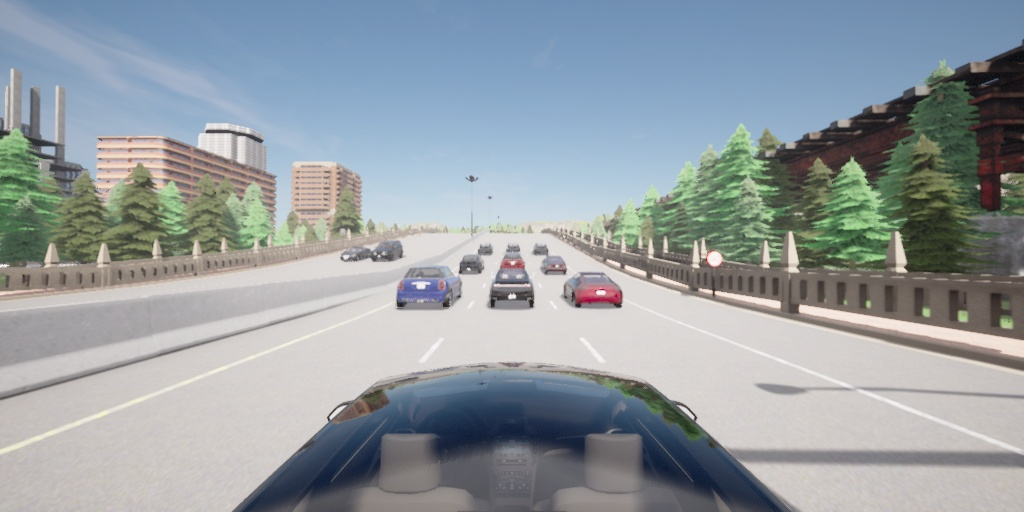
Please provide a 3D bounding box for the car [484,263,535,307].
[{"bbox_3d":[0.010,1.302,16.103,2.128,1.511,4.902,0,1,0],"label":"car"}]

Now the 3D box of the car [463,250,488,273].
[{"bbox_3d":[-3.428,0.597,31.031,1.837,1.490,4.892,0,5,0],"label":"car"}]

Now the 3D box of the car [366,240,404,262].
[{"bbox_3d":[-13.883,-0.607,40.236,2.150,2.045,5.566,0,6,1],"label":"car"}]

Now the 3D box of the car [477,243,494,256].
[{"bbox_3d":[-3.344,-0.975,45.842,2.128,1.511,4.902,0,7,0],"label":"car"}]

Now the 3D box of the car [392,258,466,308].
[{"bbox_3d":[-3.492,1.163,15.898,2.097,1.767,4.553,0,1,0],"label":"car"}]

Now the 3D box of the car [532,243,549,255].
[{"bbox_3d":[3.656,-0.975,45.800,2.128,1.511,4.902,0,7,0],"label":"car"}]

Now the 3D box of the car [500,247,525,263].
[{"bbox_3d":[0.070,0.454,30.812,2.097,1.767,4.553,0,4,0],"label":"car"}]

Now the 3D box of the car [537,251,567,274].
[{"bbox_3d":[3.568,0.657,30.716,2.033,1.411,5.357,0,5,0],"label":"car"}]

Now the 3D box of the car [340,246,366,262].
[{"bbox_3d":[-17.387,-0.290,40.024,2.128,1.511,4.902,0,6,1],"label":"car"}]

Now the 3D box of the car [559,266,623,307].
[{"bbox_3d":[3.509,1.375,16.089,1.994,1.385,4.181,0,1,0],"label":"car"}]

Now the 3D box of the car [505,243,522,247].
[{"bbox_3d":[0.156,-0.975,45.821,2.128,1.511,4.902,0,7,0],"label":"car"}]
